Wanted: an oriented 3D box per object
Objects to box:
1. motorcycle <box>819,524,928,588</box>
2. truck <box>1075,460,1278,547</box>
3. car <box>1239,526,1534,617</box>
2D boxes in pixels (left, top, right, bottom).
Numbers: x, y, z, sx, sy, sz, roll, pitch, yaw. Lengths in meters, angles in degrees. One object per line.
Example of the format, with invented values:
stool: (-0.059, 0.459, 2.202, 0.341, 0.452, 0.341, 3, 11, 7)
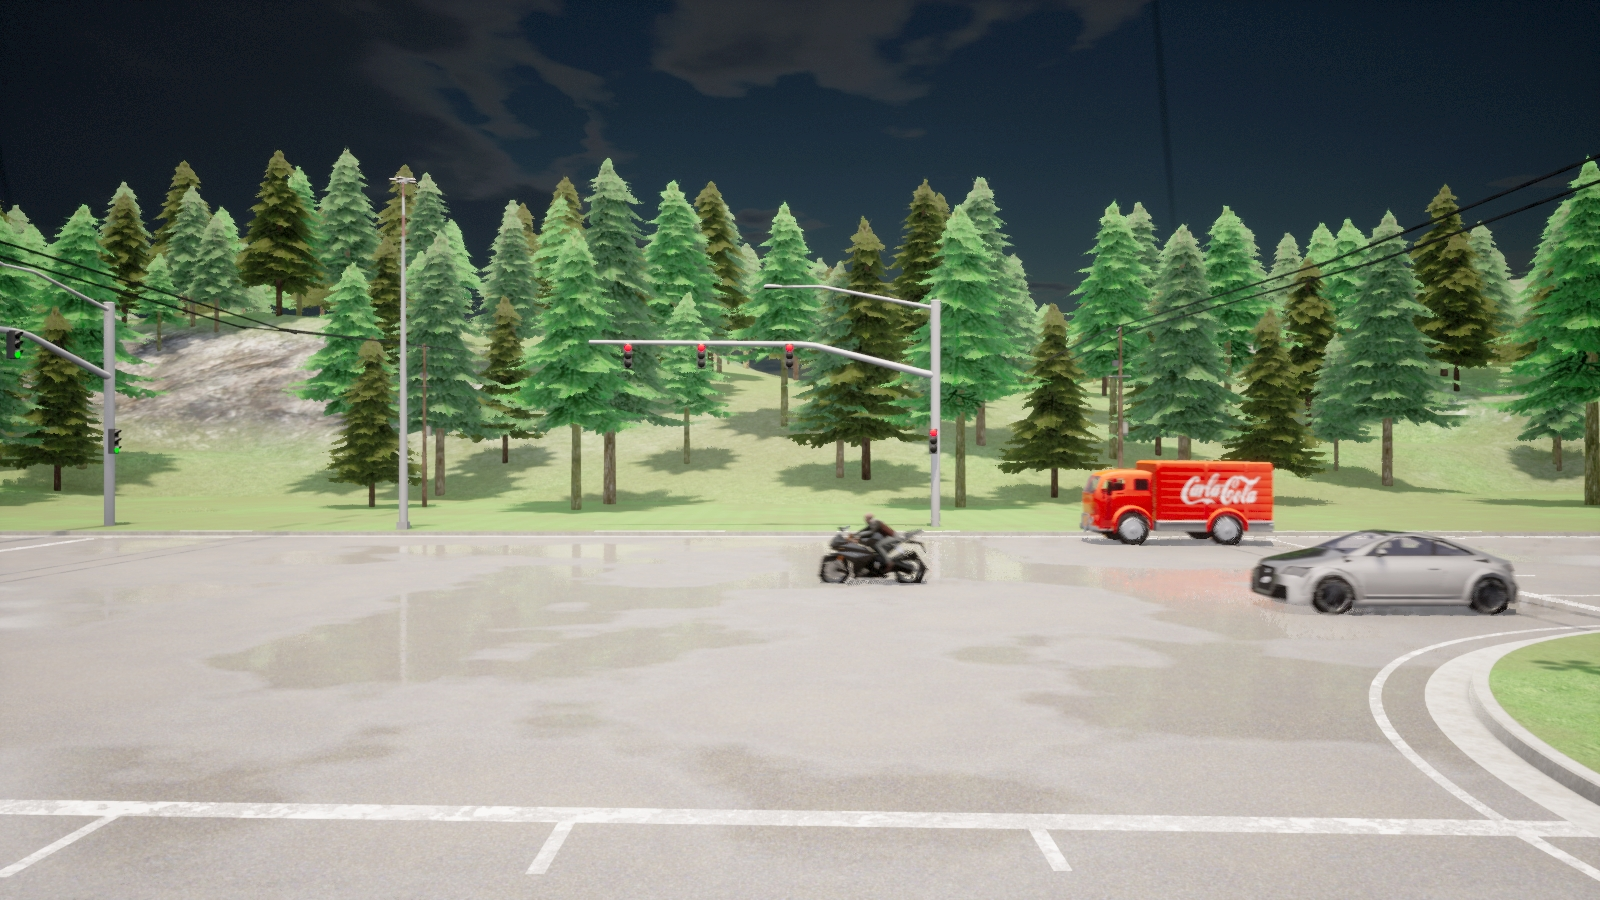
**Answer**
motorcycle: (1.500, 2.189, 23.717, 2.209, 1.251, 0.867, 0, 0, 0)
truck: (11.128, 1.549, 34.154, 5.204, 2.467, 2.627, 0, 0, 0)
car: (10.224, 2.105, 20.163, 4.181, 1.385, 1.994, 0, 0, 0)
